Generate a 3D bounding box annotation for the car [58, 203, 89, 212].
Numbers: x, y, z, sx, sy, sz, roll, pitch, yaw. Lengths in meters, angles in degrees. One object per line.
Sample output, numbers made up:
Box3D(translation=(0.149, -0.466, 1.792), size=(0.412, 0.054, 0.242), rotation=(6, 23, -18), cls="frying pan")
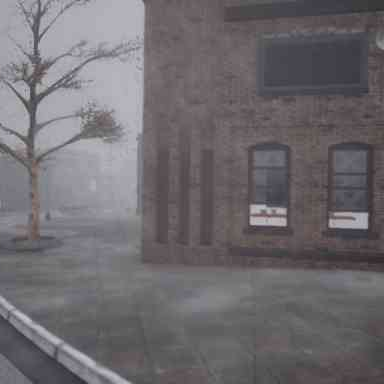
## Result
Box3D(translation=(-17.252, 2.252, 48.381), size=(1.895, 1.301, 4.718), rotation=(1, -1, 20), cls="car")
